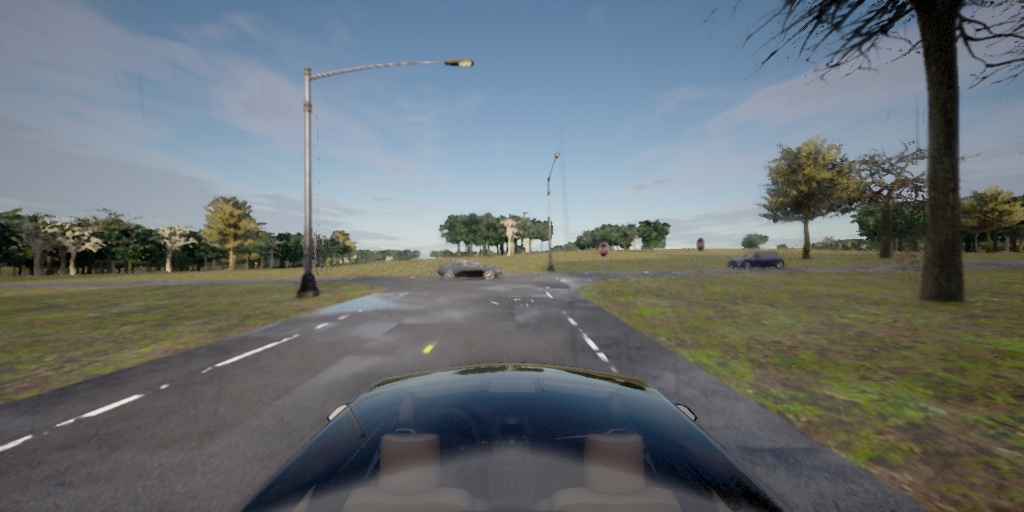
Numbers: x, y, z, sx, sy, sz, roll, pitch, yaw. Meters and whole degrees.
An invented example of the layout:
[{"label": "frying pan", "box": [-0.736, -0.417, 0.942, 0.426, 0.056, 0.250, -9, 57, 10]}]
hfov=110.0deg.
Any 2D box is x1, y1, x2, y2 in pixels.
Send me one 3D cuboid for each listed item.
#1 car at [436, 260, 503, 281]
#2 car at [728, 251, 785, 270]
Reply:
[{"label": "car", "box": [-3.138, 1.035, 26.625, 4.902, 1.511, 2.128, 0, 0, 0]}, {"label": "car", "box": [23.069, 0.358, 34.053, 4.553, 1.767, 2.097, -1, -2, -1]}]
